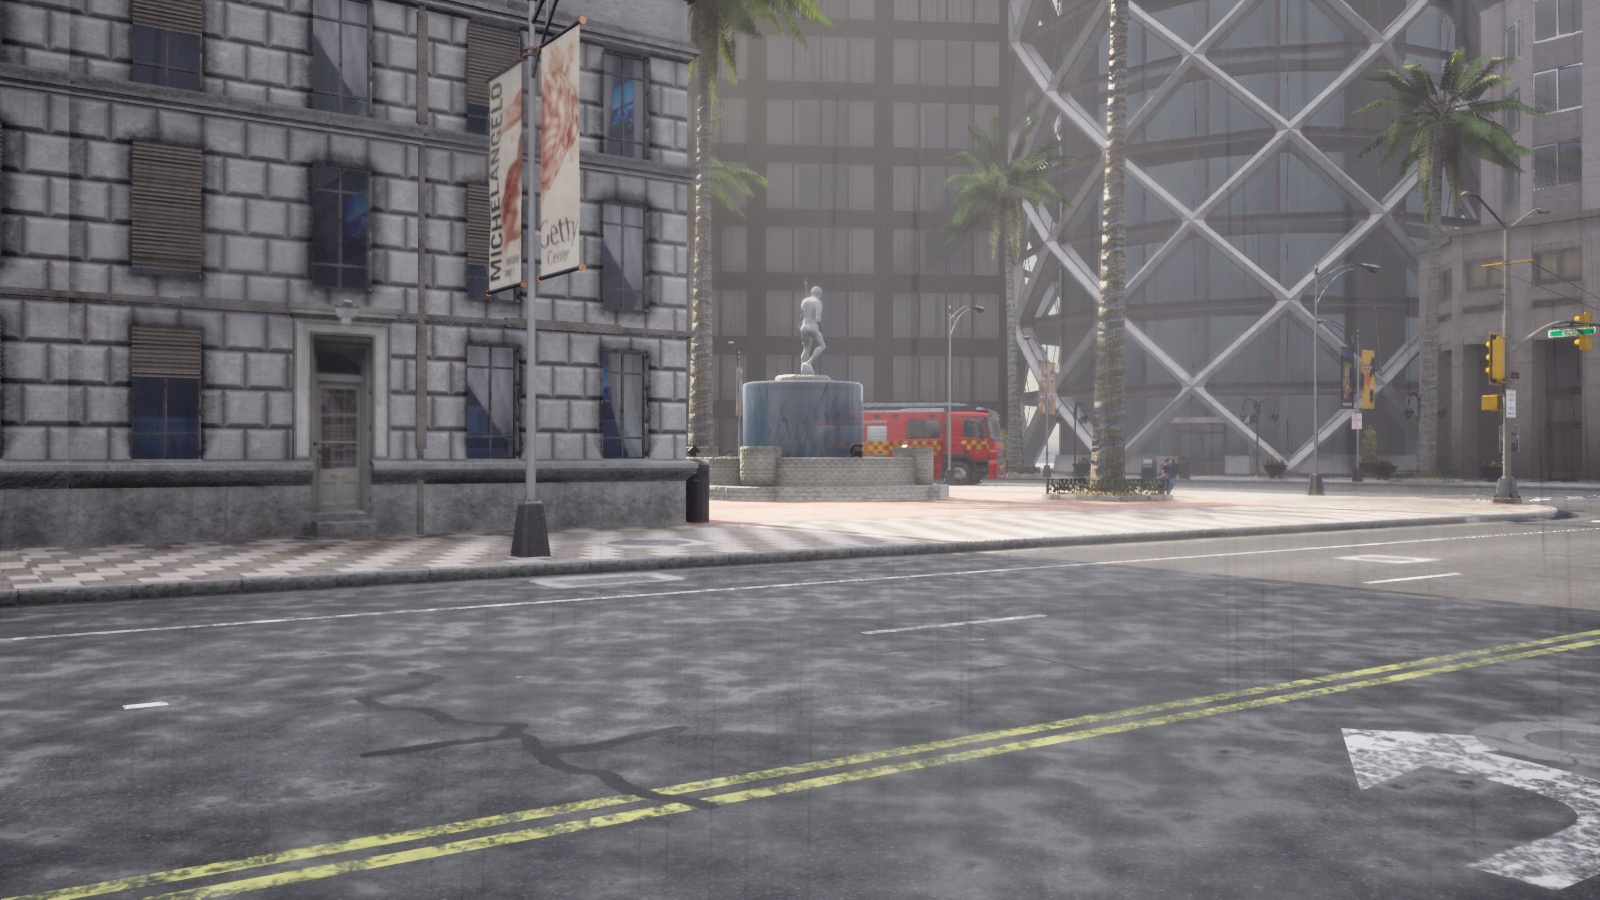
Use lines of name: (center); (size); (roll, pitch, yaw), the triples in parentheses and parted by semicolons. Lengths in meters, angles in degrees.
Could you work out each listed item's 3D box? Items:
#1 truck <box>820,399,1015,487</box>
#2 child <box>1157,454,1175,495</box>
truck: (5.374, -0.290, 57.634); (8.468, 3.827, 2.891); (0, 0, 18)
child: (11.364, 0.753, 38.982); (0.270, 1.263, 0.437); (0, 0, -35)
